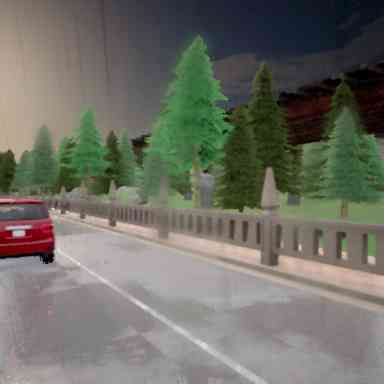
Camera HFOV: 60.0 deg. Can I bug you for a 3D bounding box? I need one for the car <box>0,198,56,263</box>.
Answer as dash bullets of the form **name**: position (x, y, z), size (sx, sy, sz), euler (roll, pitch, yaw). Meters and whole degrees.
- **car**: position (-6.172, 1.196, 11.265), size (2.150, 2.045, 5.566), euler (0, 0, -34)
